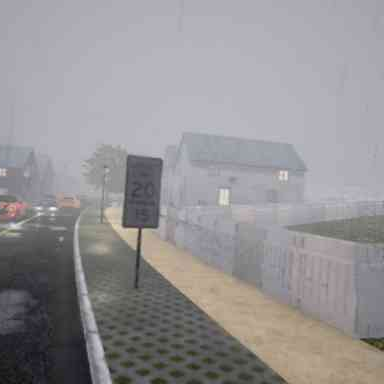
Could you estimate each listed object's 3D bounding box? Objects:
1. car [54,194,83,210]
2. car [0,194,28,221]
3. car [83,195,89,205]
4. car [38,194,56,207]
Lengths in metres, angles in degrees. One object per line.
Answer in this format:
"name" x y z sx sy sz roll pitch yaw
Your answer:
"car" -13.740 1.177 37.370 1.882 1.535 5.008 4 0 -14
"car" -12.648 0.935 22.638 2.097 1.767 4.553 4 -1 -17
"car" -16.200 1.108 48.539 2.128 1.511 4.902 4 0 -10
"car" -17.435 1.044 40.715 1.812 1.442 4.674 4 0 -13
